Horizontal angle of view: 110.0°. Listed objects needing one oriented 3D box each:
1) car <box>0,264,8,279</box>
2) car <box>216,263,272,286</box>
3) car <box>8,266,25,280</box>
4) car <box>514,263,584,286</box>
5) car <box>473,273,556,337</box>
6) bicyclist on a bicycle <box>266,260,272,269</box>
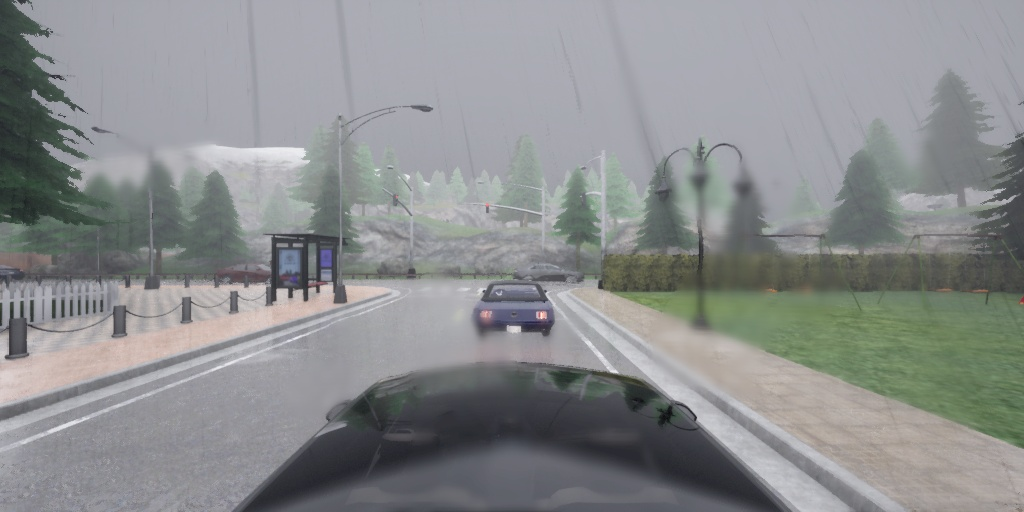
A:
[{"bbox_3d":[-39.514,1.366,25.375,4.718,1.301,1.895,0,0,1],"label":"car"},{"bbox_3d":[-17.775,1.243,25.111,5.008,1.535,1.882,1,0,0],"label":"car"},{"bbox_3d":[-42.369,1.329,28.919,4.181,1.385,1.994,0,0,0],"label":"car"},{"bbox_3d":[2.510,1.254,24.943,4.902,1.511,2.128,0,0,0],"label":"car"},{"bbox_3d":[0.076,1.351,10.235,1.895,1.301,4.718,0,0,0],"label":"car"},{"bbox_3d":[-21.621,1.219,32.239,0.582,1.620,1.656,0,0,0],"label":"bicyclist on a bicycle"}]
